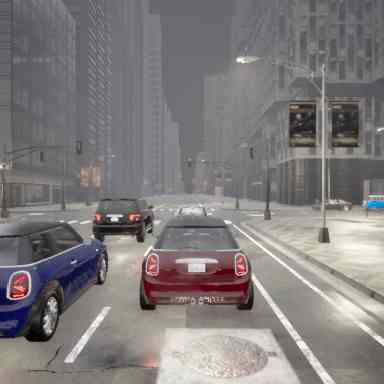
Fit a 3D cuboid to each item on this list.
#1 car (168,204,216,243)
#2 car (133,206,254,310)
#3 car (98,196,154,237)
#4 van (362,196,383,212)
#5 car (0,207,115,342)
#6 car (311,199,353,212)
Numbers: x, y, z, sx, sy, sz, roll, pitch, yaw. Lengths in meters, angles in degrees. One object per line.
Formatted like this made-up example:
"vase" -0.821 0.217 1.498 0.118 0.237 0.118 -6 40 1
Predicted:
"car" 0.050 1.491 17.147 2.128 1.511 4.902 0 0 2
"car" 0.081 1.352 7.960 2.097 1.767 4.553 0 0 0
"car" -3.188 1.222 16.352 2.150 2.045 5.566 0 0 0
"van" 21.407 1.292 37.556 3.998 1.788 1.690 0 0 0
"car" -3.166 1.352 6.640 2.097 1.767 4.553 0 0 0
"car" 15.789 1.513 37.567 4.403 1.369 2.008 0 0 0
